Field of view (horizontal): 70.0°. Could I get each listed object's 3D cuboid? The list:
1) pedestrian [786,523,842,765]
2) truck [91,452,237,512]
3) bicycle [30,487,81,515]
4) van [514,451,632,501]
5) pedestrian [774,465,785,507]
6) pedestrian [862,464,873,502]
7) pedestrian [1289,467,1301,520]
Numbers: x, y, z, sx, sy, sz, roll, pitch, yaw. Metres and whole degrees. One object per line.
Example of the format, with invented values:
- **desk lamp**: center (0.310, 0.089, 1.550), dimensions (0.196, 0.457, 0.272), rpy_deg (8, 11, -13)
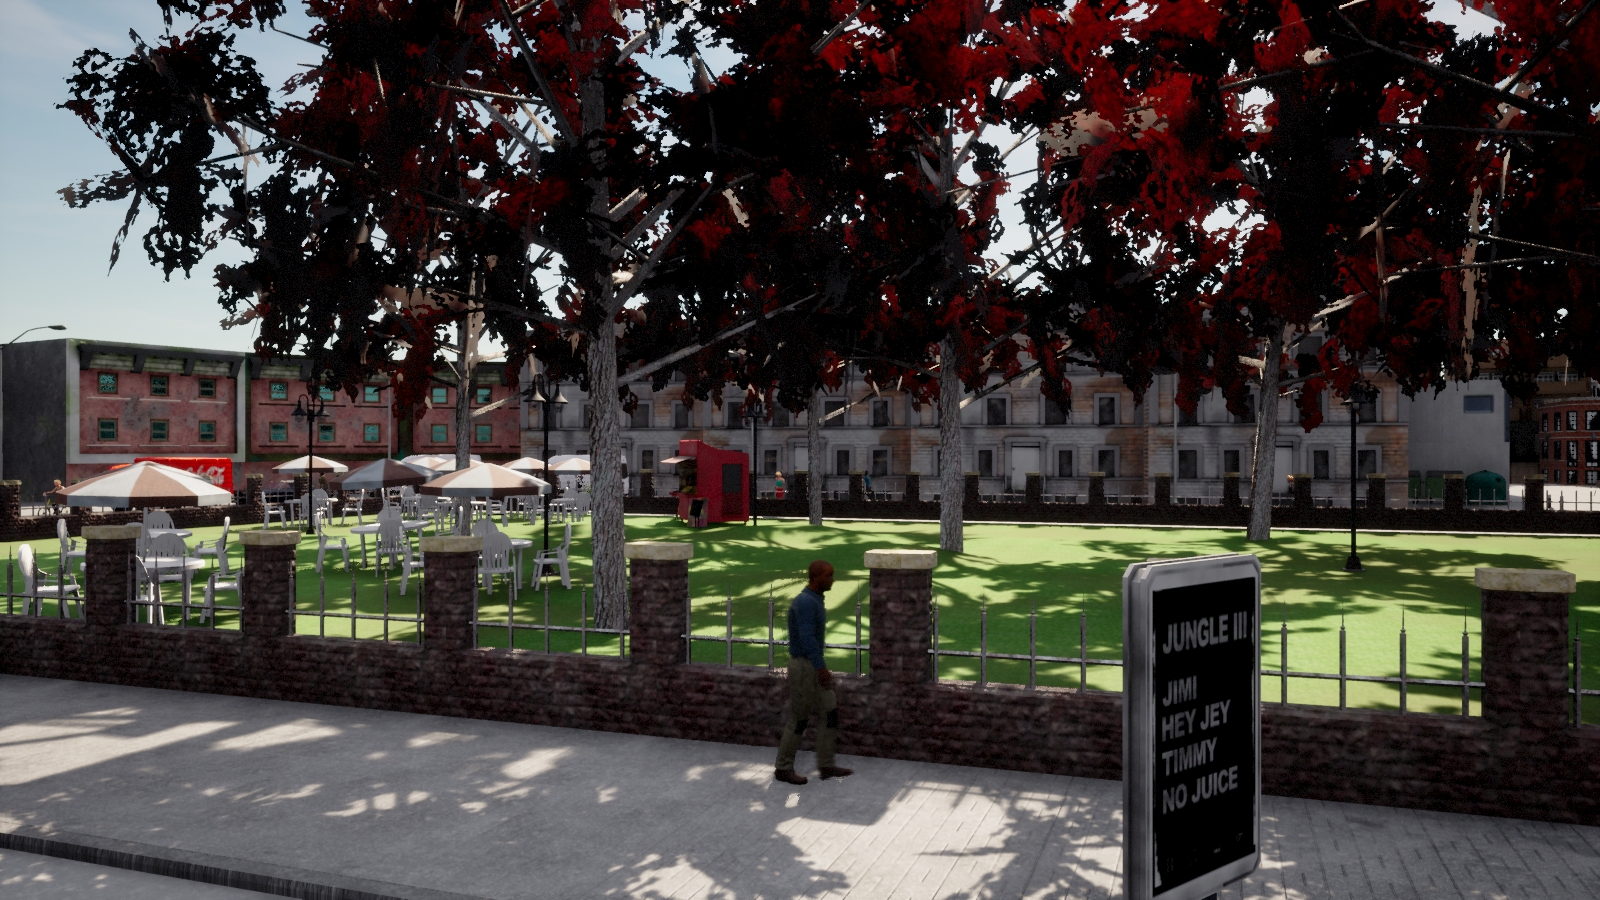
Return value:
- **pedestrian**: center (0.117, 1.525, 9.133), dimensions (0.375, 1.860, 0.375), rpy_deg (0, 0, 13)
- **truck**: center (-28.185, 1.348, 50.858), dimensions (2.627, 2.467, 5.204), rpy_deg (0, 0, 21)
- **bicycle**: center (-29.946, 2.036, 45.966), dimensions (0.859, 1.080, 1.487), rpy_deg (0, 0, 21)
- **van**: center (-12.048, 1.315, 60.623), dimensions (5.915, 2.561, 1.988), rpy_deg (0, 0, 20)
- **pedestrian**: center (-0.902, 1.629, 51.288), dimensions (0.375, 1.860, 0.375), rpy_deg (0, 0, 20)
- **pedestrian**: center (3.316, 1.629, 56.366), dimensions (0.375, 1.860, 0.375), rpy_deg (0, 0, 41)
- **pedestrian**: center (17.560, 1.525, 40.534), dimensions (0.375, 1.860, 0.375), rpy_deg (0, 0, 20)
